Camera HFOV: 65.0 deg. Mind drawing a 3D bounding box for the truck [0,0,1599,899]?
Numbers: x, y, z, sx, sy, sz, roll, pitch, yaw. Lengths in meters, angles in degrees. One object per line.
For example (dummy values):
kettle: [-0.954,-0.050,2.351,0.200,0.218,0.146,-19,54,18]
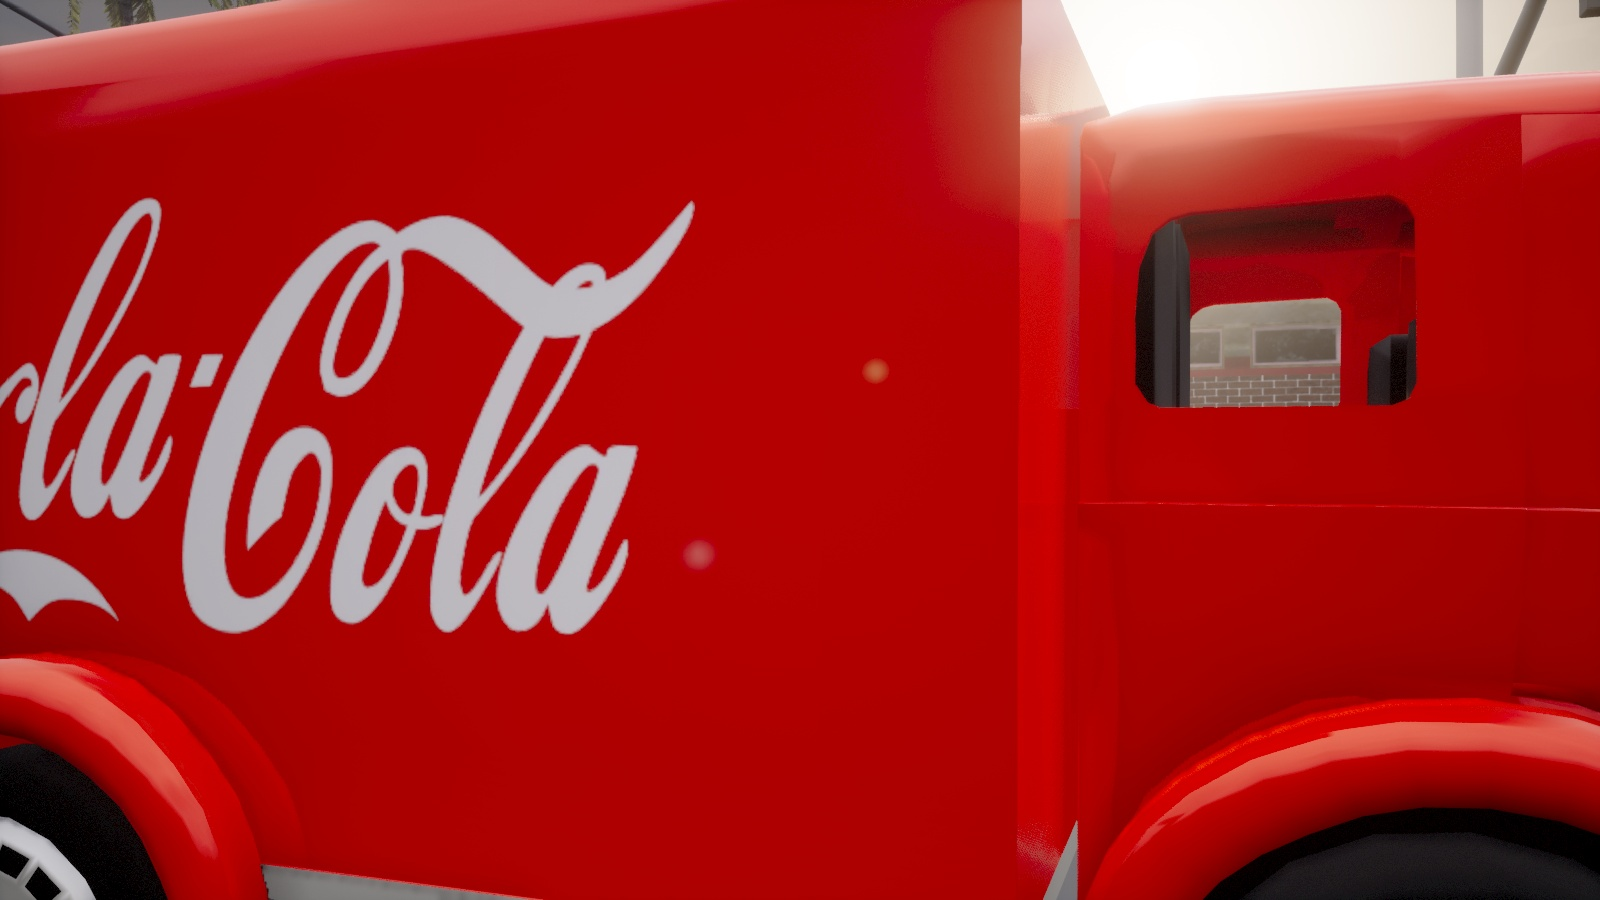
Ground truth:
truck: [-0.068,0.283,3.233,5.204,2.467,2.627,1,1,20]
